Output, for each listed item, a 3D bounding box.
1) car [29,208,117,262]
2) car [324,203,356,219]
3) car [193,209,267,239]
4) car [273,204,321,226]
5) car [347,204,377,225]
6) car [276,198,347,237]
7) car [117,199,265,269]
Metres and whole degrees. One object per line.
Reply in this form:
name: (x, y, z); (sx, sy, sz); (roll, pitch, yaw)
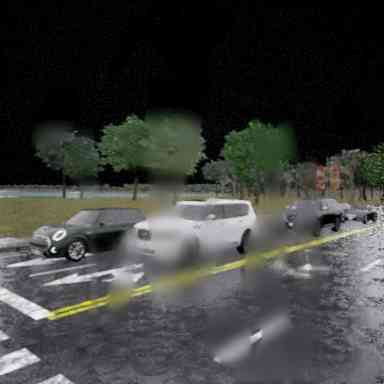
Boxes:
car: (-3.578, 1.393, 12.503); (2.097, 1.767, 4.553); (0, 0, 41)
car: (15.166, 1.886, 33.944); (1.812, 1.442, 4.674); (0, 0, 39)
car: (2.316, 1.743, 19.288); (1.895, 1.301, 4.718); (0, 0, 41)
car: (8.364, 1.771, 26.220); (1.812, 1.442, 4.674); (0, 0, 41)
car: (13.947, 1.802, 27.674); (2.128, 1.511, 4.902); (0, 0, 41)
car: (7.126, 1.416, 19.855); (2.150, 2.045, 5.566); (0, 0, 41)
car: (0.321, 1.299, 12.031); (2.150, 2.045, 5.566); (0, 0, 41)
